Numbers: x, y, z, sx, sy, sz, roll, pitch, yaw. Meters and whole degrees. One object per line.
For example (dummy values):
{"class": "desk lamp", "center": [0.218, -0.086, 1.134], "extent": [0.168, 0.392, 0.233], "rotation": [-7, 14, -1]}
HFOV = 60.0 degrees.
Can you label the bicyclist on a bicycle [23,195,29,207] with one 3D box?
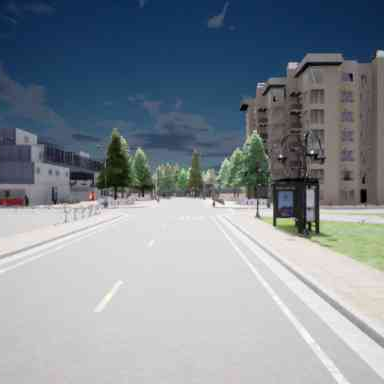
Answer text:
{"class": "bicyclist on a bicycle", "center": [-22.370, 1.258, 44.878], "extent": [0.582, 1.620, 1.656], "rotation": [0, 0, 1]}
